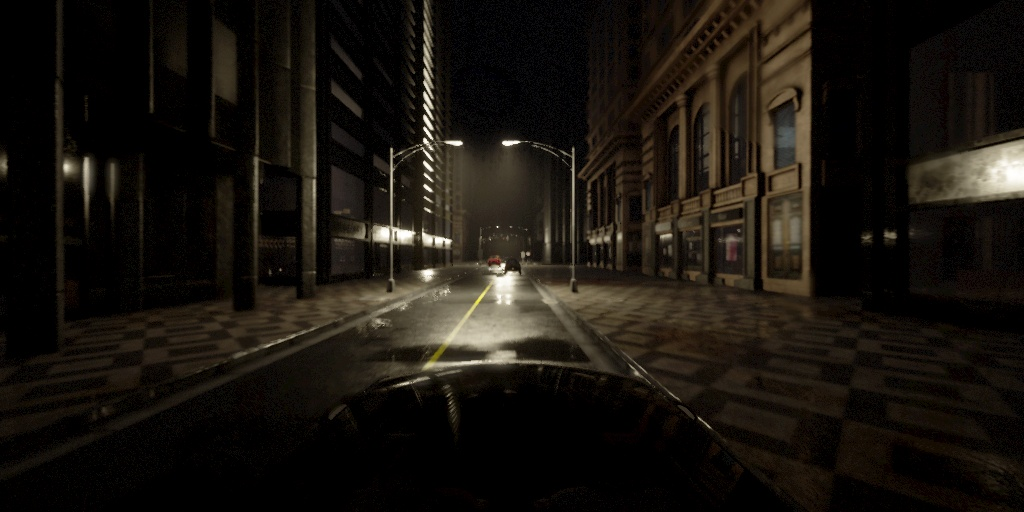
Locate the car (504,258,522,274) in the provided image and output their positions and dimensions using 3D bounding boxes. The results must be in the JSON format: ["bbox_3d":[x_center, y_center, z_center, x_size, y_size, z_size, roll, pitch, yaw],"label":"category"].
[{"bbox_3d":[0.104,1.229,41.655,1.882,1.535,5.008,0,0,0],"label":"car"}]

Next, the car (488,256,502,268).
[{"bbox_3d":[-3.013,0.969,63.102,2.150,2.045,5.566,0,0,1],"label":"car"}]
